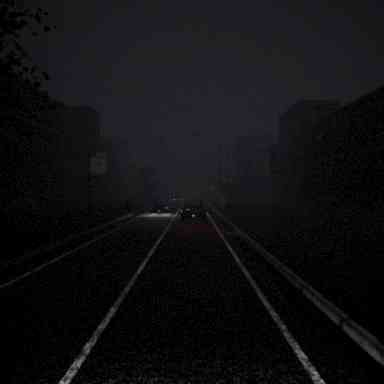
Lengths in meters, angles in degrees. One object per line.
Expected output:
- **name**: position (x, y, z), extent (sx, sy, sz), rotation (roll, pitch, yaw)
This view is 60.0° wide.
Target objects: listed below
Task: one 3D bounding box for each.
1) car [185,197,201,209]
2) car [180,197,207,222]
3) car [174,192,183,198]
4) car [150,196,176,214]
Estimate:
- **car**: position (0.107, 1.348, 43.031), extent (1.895, 1.301, 4.718), rotation (0, 1, 0)
- **car**: position (0.103, 1.410, 25.367), extent (2.128, 1.511, 4.902), rotation (0, 0, 0)
- **car**: position (-2.987, 0.759, 75.371), extent (1.837, 1.490, 4.892), rotation (0, 1, 0)
- **car**: position (-3.092, 1.389, 34.092), extent (2.033, 1.411, 5.357), rotation (0, 1, 0)
